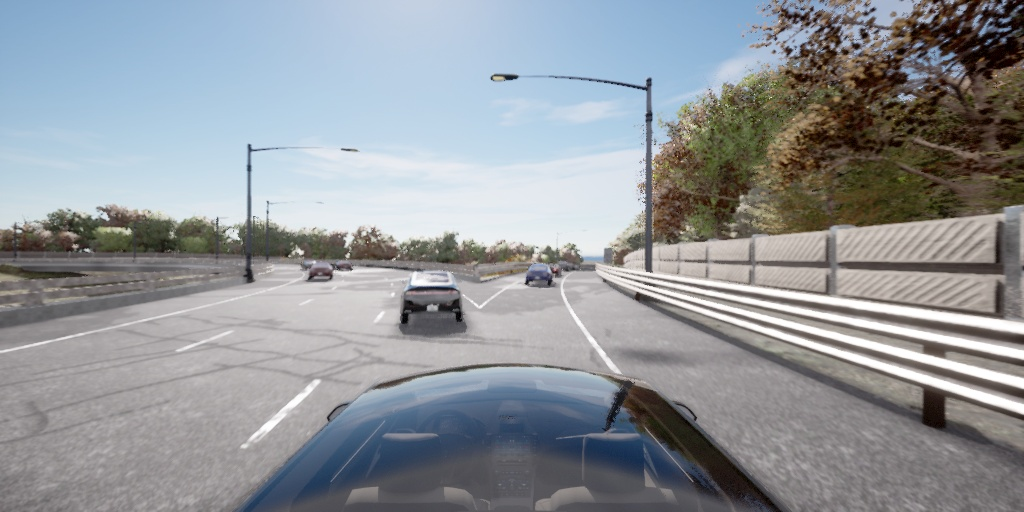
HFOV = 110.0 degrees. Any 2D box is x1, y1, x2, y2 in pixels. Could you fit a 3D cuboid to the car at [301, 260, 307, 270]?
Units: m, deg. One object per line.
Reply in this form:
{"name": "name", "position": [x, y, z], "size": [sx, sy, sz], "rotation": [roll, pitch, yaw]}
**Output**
{"name": "car", "position": [-29.584, 1.343, 52.482], "size": [2.033, 1.411, 5.357], "rotation": [0, 0, -38]}

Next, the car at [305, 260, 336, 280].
{"name": "car", "position": [-16.924, 1.304, 31.889], "size": [1.812, 1.442, 4.674], "rotation": [0, 0, -25]}

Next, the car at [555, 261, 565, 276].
{"name": "car", "position": [4.304, 1.449, 38.992], "size": [1.895, 1.301, 4.718], "rotation": [0, 0, 12]}

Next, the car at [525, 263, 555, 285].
{"name": "car", "position": [2.080, 1.340, 27.046], "size": [1.812, 1.442, 4.674], "rotation": [0, 0, 8]}

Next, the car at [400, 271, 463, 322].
{"name": "car", "position": [-2.771, 1.260, 12.417], "size": [2.128, 1.511, 4.902], "rotation": [0, 0, -13]}

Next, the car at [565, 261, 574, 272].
{"name": "car", "position": [7.425, 1.501, 52.452], "size": [2.128, 1.511, 4.902], "rotation": [0, -1, 13]}

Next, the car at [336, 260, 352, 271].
{"name": "car", "position": [-24.030, 1.331, 50.810], "size": [1.812, 1.442, 4.674], "rotation": [0, 0, -36]}
